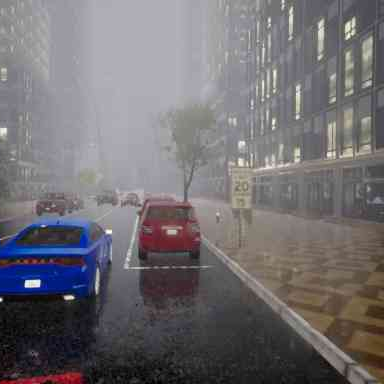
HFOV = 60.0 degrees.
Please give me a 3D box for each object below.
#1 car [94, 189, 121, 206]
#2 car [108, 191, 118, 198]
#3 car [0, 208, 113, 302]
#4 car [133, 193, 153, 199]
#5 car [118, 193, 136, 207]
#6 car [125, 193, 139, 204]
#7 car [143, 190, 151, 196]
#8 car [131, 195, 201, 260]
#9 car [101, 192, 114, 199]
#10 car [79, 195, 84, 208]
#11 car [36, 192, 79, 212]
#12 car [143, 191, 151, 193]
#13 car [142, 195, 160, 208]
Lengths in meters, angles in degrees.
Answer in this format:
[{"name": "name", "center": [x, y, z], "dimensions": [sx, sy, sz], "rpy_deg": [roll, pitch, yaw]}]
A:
[{"name": "car", "center": [-10.731, 0.689, 42.564], "dimensions": [2.150, 2.045, 5.566], "rpy_deg": [1, 1, -8]}, {"name": "car", "center": [-18.205, 0.478, 76.932], "dimensions": [1.967, 1.590, 4.097], "rpy_deg": [1, 1, -8]}, {"name": "car", "center": [-3.070, 1.388, 8.135], "dimensions": [1.882, 1.535, 5.008], "rpy_deg": [1, 1, -8]}, {"name": "car", "center": [-1.794, 1.155, 17.510], "dimensions": [2.192, 1.841, 5.009], "rpy_deg": [1, 1, -8]}, {"name": "car", "center": [-7.662, 1.130, 40.950], "dimensions": [1.895, 1.301, 4.718], "rpy_deg": [1, 1, -8]}, {"name": "car", "center": [-9.108, 0.893, 50.801], "dimensions": [1.882, 1.535, 5.008], "rpy_deg": [1, 1, -8]}, {"name": "car", "center": [-12.746, 0.277, 94.549], "dimensions": [2.192, 1.841, 5.009], "rpy_deg": [1, 1, -8]}, {"name": "car", "center": [-0.917, 1.220, 12.022], "dimensions": [2.192, 1.841, 5.009], "rpy_deg": [1, 1, -8]}, {"name": "car", "center": [-16.644, 0.713, 65.927], "dimensions": [2.008, 1.369, 4.403], "rpy_deg": [1, 1, -8]}, {"name": "car", "center": [-11.955, 0.979, 32.907], "dimensions": [1.967, 1.590, 4.097], "rpy_deg": [1, 1, -8]}, {"name": "car", "center": [-11.172, 0.917, 27.402], "dimensions": [2.192, 1.841, 5.009], "rpy_deg": [1, 1, -8]}, {"name": "car", "center": [-7.280, 0.940, 56.030], "dimensions": [1.887, 1.381, 4.507], "rpy_deg": [1, 1, -8]}, {"name": "car", "center": [-4.936, 1.134, 39.520], "dimensions": [2.008, 1.369, 4.403], "rpy_deg": [1, 1, -8]}]
